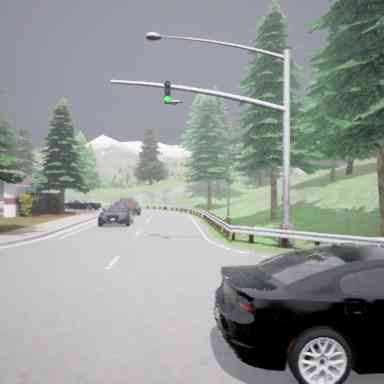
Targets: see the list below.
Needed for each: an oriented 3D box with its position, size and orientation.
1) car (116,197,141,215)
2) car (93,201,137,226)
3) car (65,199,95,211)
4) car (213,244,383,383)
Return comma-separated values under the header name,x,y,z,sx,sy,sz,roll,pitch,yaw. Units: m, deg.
name,x,y,z,sx,sy,sz,roll,pitch,yaw
car,-6.417,1.303,32.538,2.097,1.767,4.553,0,0,-22
car,-5.135,1.528,22.797,1.994,1.385,4.181,0,0,-5
car,-13.340,1.545,39.967,4.718,1.301,1.895,0,0,12
car,2.823,1.525,4.723,5.008,1.535,1.882,1,0,-4
